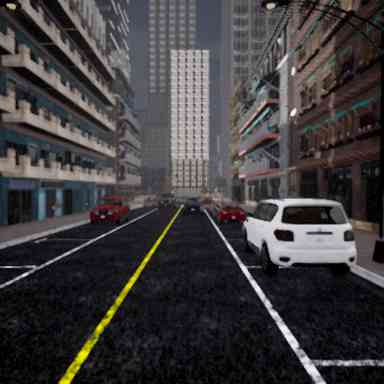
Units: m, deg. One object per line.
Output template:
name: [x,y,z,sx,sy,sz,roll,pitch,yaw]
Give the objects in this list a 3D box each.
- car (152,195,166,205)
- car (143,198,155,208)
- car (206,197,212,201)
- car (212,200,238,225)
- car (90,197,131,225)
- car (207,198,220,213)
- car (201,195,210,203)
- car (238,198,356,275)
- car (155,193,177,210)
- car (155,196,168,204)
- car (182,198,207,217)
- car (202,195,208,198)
car: [-5.660,1.324,56.876,1.967,1.590,4.097,-1,0,0]
car: [-5.666,1.487,45.829,1.802,1.307,4.206,-1,0,0]
car: [2.707,1.451,34.932,1.752,1.417,4.829,-1,0,0]
car: [2.699,1.494,23.716,1.887,1.381,4.507,-1,0,0]
car: [-5.685,1.264,23.734,2.192,1.841,5.009,-1,0,0]
car: [2.703,1.488,29.239,2.008,1.369,4.403,-1,0,0]
car: [2.729,1.388,68.073,1.752,1.417,4.829,-1,0,0]
car: [3.008,1.202,10.501,2.150,2.045,5.566,0,0,0]
car: [-3.063,1.131,42.375,2.150,2.045,5.566,0,0,0]
car: [-5.655,1.418,62.400,1.887,1.381,4.507,-1,0,0]
car: [0.094,1.498,30.831,1.994,1.385,4.181,0,0,0]
car: [2.722,1.428,56.857,1.887,1.381,4.507,-1,0,0]
